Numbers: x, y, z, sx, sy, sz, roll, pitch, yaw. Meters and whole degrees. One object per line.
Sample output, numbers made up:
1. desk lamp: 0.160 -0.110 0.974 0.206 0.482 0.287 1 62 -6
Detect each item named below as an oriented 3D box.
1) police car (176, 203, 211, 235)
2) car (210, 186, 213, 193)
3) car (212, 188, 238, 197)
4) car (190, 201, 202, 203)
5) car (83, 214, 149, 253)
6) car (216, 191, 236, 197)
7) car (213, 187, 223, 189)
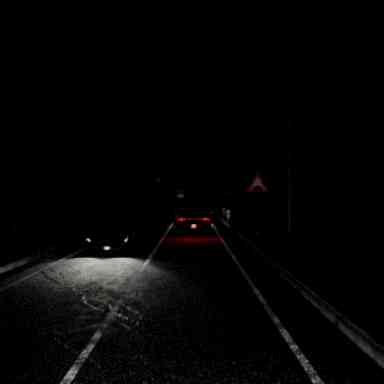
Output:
1. police car: 0.093 1.665 20.007 2.038 1.542 4.974 0 -1 0
2. car: 8.121 -0.009 85.354 5.566 2.045 2.435 0 2 -1
3. car: 8.004 0.552 77.098 5.366 1.575 1.946 0 2 -1
4. car: 0.430 1.687 35.172 2.033 1.411 5.357 0 0 4
5. car: -3.073 1.680 14.689 2.033 1.411 5.357 0 -1 0
6. car: 8.160 0.488 79.857 4.674 1.452 2.002 0 2 -1
7. car: 8.093 0.217 82.604 4.553 1.767 2.185 0 2 -1
